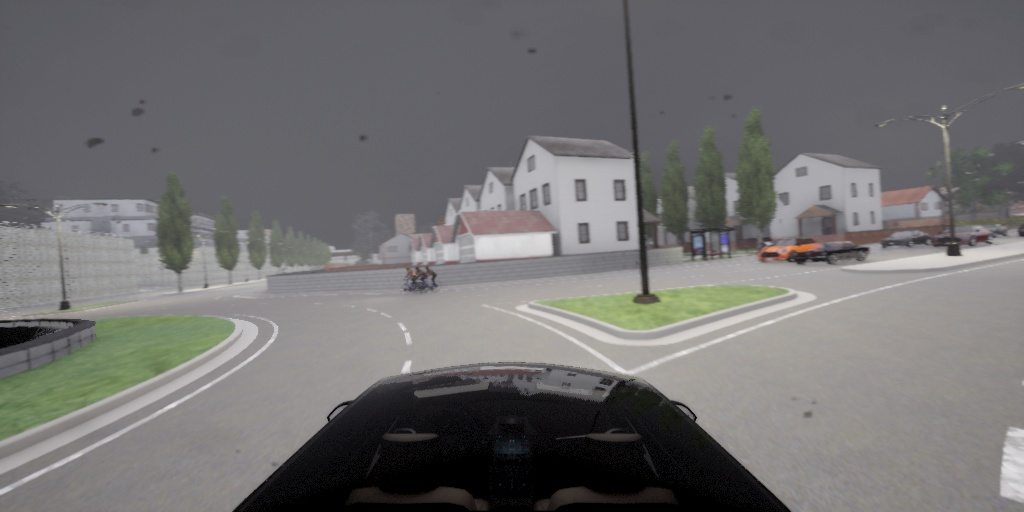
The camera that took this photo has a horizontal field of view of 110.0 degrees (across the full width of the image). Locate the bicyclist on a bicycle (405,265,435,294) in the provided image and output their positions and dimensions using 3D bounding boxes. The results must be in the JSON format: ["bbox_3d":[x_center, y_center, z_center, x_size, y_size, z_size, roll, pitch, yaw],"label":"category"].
[{"bbox_3d":[-5.760,1.469,22.579,0.582,1.620,1.656,-4,1,40],"label":"bicyclist on a bicycle"}]

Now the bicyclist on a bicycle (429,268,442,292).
[{"bbox_3d":[-5.005,1.420,21.924,0.582,1.620,1.656,-4,1,42],"label":"bicyclist on a bicycle"}]

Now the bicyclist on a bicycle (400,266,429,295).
[{"bbox_3d":[-6.027,1.496,21.505,0.582,1.620,1.656,-4,1,41],"label":"bicyclist on a bicycle"}]

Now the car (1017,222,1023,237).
[{"bbox_3d":[52.841,-2.973,35.624,5.566,2.045,2.150,-4,0,-23],"label":"car"}]

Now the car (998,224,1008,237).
[{"bbox_3d":[51.543,-2.687,38.869,4.902,1.511,2.128,-4,0,-23],"label":"car"}]

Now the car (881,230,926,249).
[{"bbox_3d":[35.353,-1.531,32.188,5.008,1.535,1.882,-4,0,-22],"label":"car"}]

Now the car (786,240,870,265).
[{"bbox_3d":[19.330,-0.182,21.766,4.718,1.301,1.895,-4,0,-22],"label":"car"}]

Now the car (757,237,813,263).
[{"bbox_3d":[19.910,-0.502,25.786,4.553,1.767,2.097,-4,0,-22],"label":"car"}]

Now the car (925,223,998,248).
[{"bbox_3d":[35.836,-1.666,28.605,4.553,1.767,2.097,-4,0,-22],"label":"car"}]
